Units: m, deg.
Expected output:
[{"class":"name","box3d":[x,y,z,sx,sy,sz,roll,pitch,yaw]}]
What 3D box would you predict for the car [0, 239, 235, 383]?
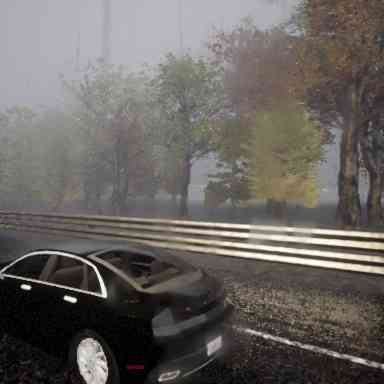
[{"class":"car","box3d":[-1.717,1.509,5.209,4.892,1.490,1.837,0,0,35]}]
